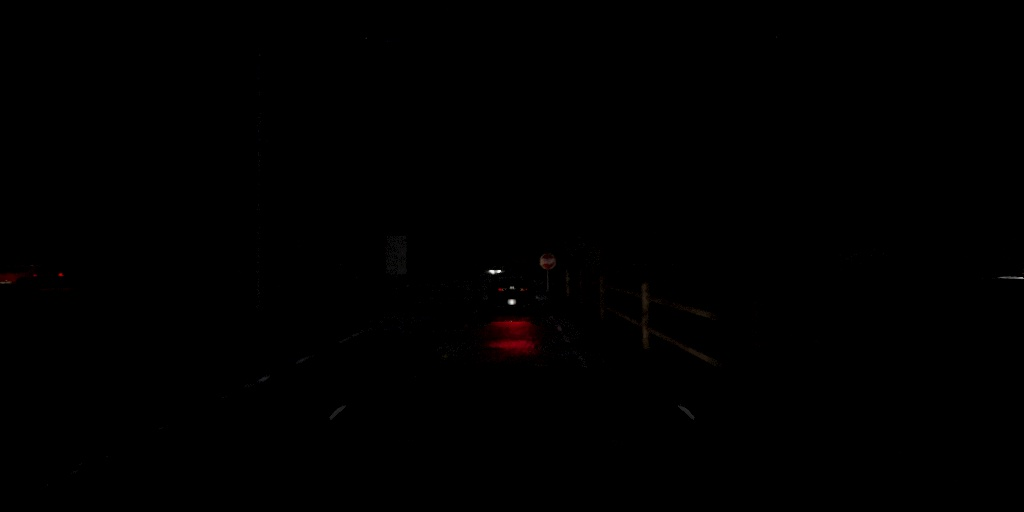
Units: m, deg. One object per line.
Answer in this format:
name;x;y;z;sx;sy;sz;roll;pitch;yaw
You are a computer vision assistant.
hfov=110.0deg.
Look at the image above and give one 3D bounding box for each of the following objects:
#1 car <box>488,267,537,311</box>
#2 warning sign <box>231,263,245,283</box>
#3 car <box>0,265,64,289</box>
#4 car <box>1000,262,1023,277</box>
car;0.016;1.411;15.318;1.837;1.490;4.892;0;0;1
warning sign;-25.807;1.594;34.050;1.060;1.860;1.300;0;0;-1
car;-43.031;1.824;31.450;5.566;2.045;2.150;0;-2;0
car;47.135;1.216;32.438;4.181;1.385;1.994;0;-2;0
